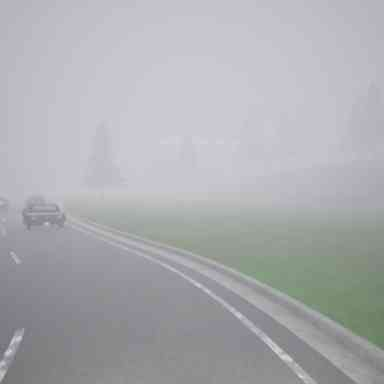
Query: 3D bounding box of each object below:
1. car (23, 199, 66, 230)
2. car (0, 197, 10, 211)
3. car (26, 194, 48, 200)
[{"bbox_3d":[-8.681,1.335,19.286,1.895,1.301,4.718,-1,1,-30],"label":"car"},{"bbox_3d":[-19.447,1.177,33.303,1.895,1.301,4.718,-1,1,-24],"label":"car"},{"bbox_3d":[-16.602,1.022,35.555,1.837,1.490,4.892,-1,1,-24],"label":"car"}]
